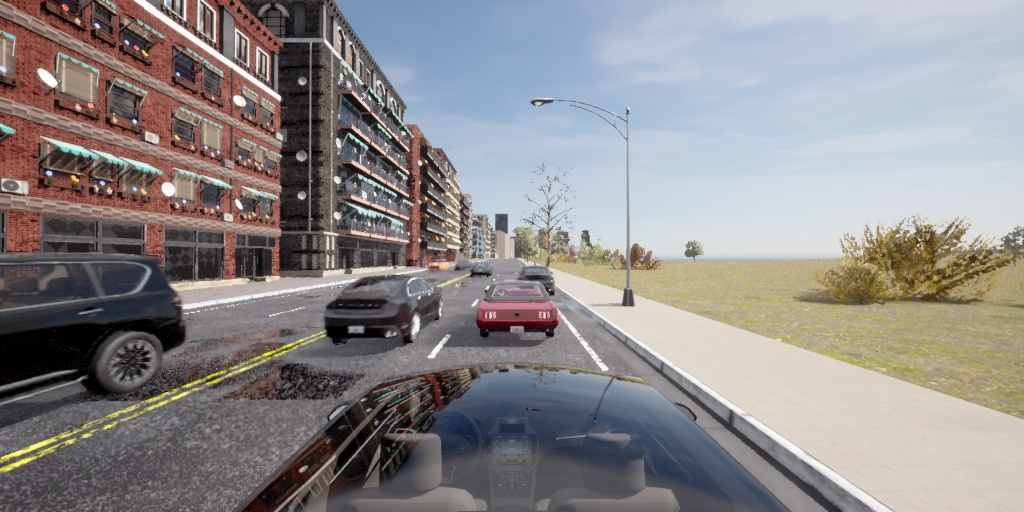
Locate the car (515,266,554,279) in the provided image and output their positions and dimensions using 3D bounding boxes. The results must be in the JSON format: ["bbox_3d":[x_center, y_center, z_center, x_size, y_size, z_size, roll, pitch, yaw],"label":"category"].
[{"bbox_3d":[1.214,1.263,19.441,1.837,1.490,4.892,0,0,0],"label":"car"}]

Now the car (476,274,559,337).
[{"bbox_3d":[0.135,1.355,10.241,1.895,1.301,4.718,0,0,0],"label":"car"}]

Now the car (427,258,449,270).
[{"bbox_3d":[-9.649,1.117,47.076,2.097,1.767,4.553,0,0,0],"label":"car"}]

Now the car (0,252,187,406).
[{"bbox_3d":[-6.595,0.972,3.720,2.150,2.045,5.566,0,0,0],"label":"car"}]

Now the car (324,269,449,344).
[{"bbox_3d":[-3.118,1.256,9.621,1.837,1.490,4.892,0,-1,0],"label":"car"}]

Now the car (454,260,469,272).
[{"bbox_3d":[-6.400,1.270,47.193,1.837,1.490,4.892,0,0,0],"label":"car"}]

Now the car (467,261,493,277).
[{"bbox_3d":[-3.000,1.327,36.099,1.994,1.385,4.181,0,0,0],"label":"car"}]
